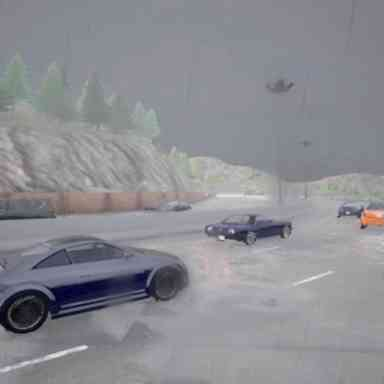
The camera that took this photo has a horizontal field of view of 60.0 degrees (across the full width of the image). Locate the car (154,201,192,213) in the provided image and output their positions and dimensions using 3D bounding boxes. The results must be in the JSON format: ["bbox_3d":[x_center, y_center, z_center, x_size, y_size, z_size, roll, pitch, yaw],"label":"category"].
[{"bbox_3d":[-1.772,1.724,37.634,1.812,1.442,4.674,0,0,34],"label":"car"}]

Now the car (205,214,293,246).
[{"bbox_3d":[2.868,1.673,15.762,4.718,1.301,1.895,0,0,-44],"label":"car"}]

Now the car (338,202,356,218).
[{"bbox_3d":[14.685,1.634,30.669,1.812,1.442,4.674,0,0,32],"label":"car"}]

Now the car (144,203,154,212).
[{"bbox_3d":[-3.614,1.769,41.112,2.033,1.411,5.357,0,0,32],"label":"car"}]

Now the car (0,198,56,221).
[{"bbox_3d":[-10.415,1.350,18.257,5.566,2.045,2.150,0,0,-38],"label":"car"}]

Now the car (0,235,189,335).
[{"bbox_3d":[-2.110,1.608,6.911,4.181,1.385,1.994,0,0,-38],"label":"car"}]

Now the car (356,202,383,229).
[{"bbox_3d":[12.427,1.421,21.341,2.097,1.767,4.553,0,0,39],"label":"car"}]
